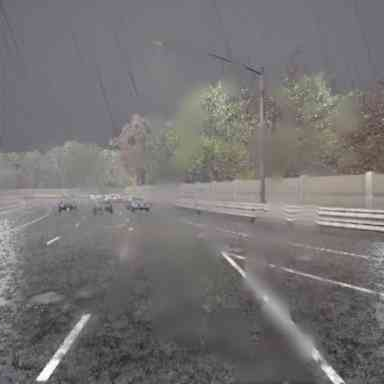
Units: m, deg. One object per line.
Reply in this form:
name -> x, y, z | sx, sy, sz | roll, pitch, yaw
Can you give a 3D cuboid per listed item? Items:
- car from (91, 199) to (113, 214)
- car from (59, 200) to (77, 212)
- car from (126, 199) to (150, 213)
car -> -9.506, 1.430, 35.108 | 2.128, 1.511, 4.902 | 0, 0, -19
car -> -14.560, 1.568, 38.941 | 1.895, 1.301, 4.718 | -1, 0, -22
car -> -5.810, 1.425, 35.485 | 2.033, 1.411, 5.357 | 0, -1, -19
